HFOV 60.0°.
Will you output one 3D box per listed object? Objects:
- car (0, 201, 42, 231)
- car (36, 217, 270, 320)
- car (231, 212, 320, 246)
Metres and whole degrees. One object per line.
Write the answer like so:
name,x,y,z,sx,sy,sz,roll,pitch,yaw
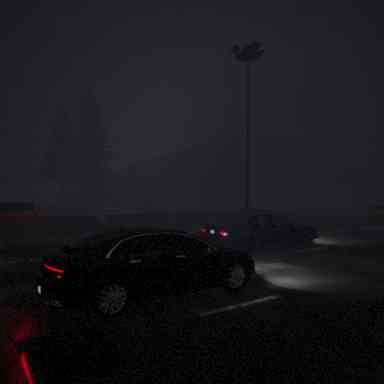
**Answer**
car,-10.499,1.317,17.846,4.553,1.767,2.097,0,0,-34
car,-0.742,1.504,7.348,4.892,1.490,1.837,0,0,-34
car,2.913,1.563,13.893,5.357,1.411,2.033,0,0,-31
